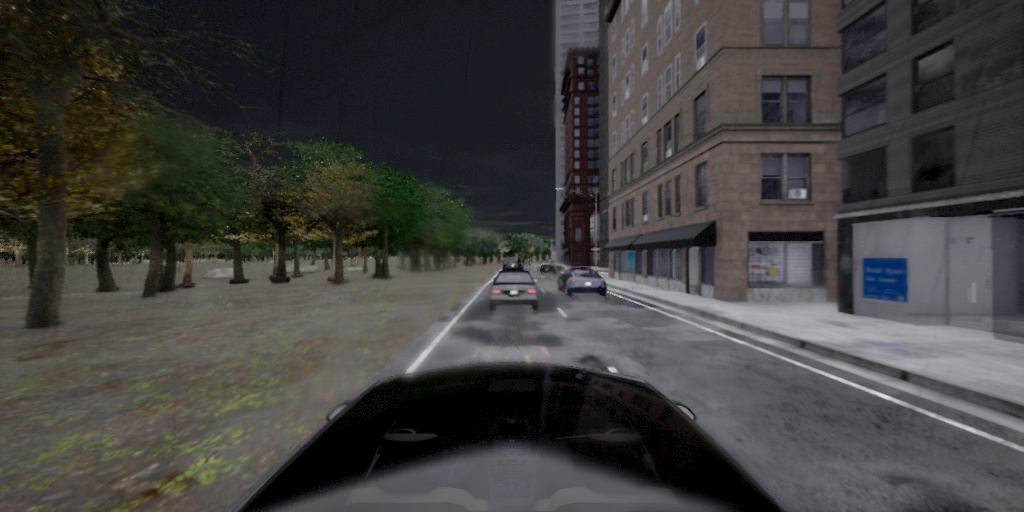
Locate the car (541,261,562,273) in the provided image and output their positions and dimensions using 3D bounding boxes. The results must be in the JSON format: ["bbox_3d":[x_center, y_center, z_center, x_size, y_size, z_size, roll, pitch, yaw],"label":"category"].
[{"bbox_3d":[4.920,1.340,41.882,1.882,1.535,5.008,-2,-1,25],"label":"car"}]

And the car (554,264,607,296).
[{"bbox_3d":[3.590,1.284,18.909,1.994,1.385,4.181,0,0,0],"label":"car"}]

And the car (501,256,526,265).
[{"bbox_3d":[0.080,1.052,37.402,2.150,2.045,5.566,0,0,0],"label":"car"}]

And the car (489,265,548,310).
[{"bbox_3d":[0.083,1.262,14.429,2.033,1.411,5.357,0,0,0],"label":"car"}]
